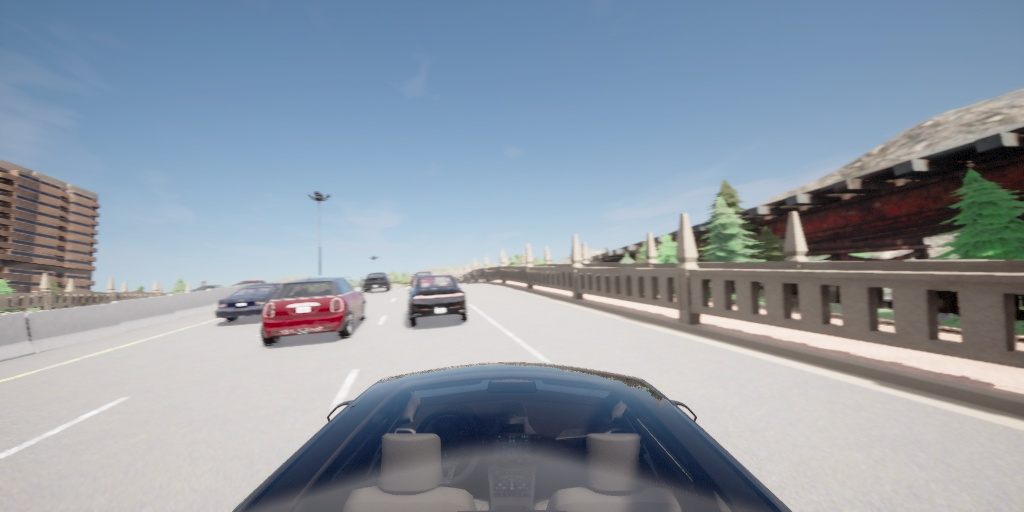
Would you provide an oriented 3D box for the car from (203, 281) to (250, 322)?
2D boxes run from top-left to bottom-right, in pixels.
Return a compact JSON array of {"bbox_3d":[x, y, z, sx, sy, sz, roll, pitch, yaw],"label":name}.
[{"bbox_3d":[-10.804,1.910,15.837,2.033,1.411,5.357,-3,0,-15],"label":"car"}]

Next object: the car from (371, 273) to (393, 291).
[{"bbox_3d":[-10.701,2.088,28.724,1.837,1.490,4.892,-3,-2,-15],"label":"car"}]

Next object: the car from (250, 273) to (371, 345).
[{"bbox_3d":[-5.945,1.450,11.296,2.097,1.767,4.553,-3,0,-15],"label":"car"}]

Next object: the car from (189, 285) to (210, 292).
[{"bbox_3d":[-31.078,3.788,36.629,2.097,1.767,4.553,-3,-5,-15],"label":"car"}]

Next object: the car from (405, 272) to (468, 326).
[{"bbox_3d":[-2.765,1.446,12.943,2.128,1.511,4.902,-3,0,-15],"label":"car"}]

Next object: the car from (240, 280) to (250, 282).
[{"bbox_3d":[-27.865,3.572,38.151,2.150,2.045,5.566,-3,-6,-15],"label":"car"}]
